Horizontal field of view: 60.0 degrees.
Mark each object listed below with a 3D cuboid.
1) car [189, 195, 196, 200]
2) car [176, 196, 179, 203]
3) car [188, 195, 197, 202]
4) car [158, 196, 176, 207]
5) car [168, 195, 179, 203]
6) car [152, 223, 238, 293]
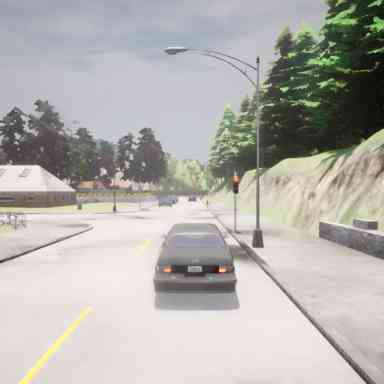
[{"bbox_3d":[0.135,1.407,86.088,1.812,1.442,4.674,0,0,0],"label":"car"},{"bbox_3d":[-3.970,1.477,61.101,1.882,1.535,5.008,0,0,1],"label":"car"},{"bbox_3d":[0.119,1.515,75.728,2.128,1.511,4.902,0,0,0],"label":"car"},{"bbox_3d":[-4.015,1.564,51.098,1.994,1.385,4.181,0,0,0],"label":"car"},{"bbox_3d":[-3.888,1.525,71.193,2.128,1.511,4.902,0,0,0],"label":"car"},{"bbox_3d":[0.073,1.547,8.975,2.033,1.411,5.357,0,0,0],"label":"car"}]
